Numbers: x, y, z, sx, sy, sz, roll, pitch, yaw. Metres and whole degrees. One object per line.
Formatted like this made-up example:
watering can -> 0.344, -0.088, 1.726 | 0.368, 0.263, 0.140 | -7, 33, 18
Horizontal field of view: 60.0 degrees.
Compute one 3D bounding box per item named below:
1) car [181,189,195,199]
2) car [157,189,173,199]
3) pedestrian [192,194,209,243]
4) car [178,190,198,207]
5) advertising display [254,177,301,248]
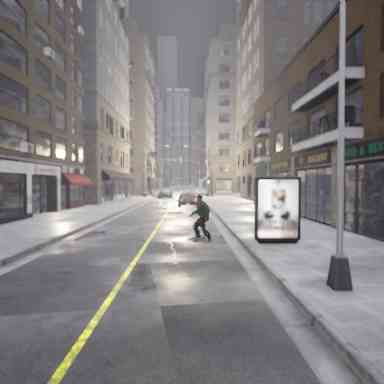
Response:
car -> -0.560, 0.303, 47.587 | 1.895, 1.301, 4.718 | 0, 2, 1
car -> -3.715, 0.281, 47.015 | 1.994, 1.385, 4.181 | 0, 1, 0
pedestrian -> 0.325, 0.961, 12.321 | 0.375, 1.860, 0.375 | 0, 2, -11
car -> -0.382, 0.729, 32.212 | 1.895, 1.301, 4.718 | 0, 2, -1
advertising display -> 2.969, 0.713, 11.574 | 1.540, 2.440, 0.280 | 0, 2, -1
